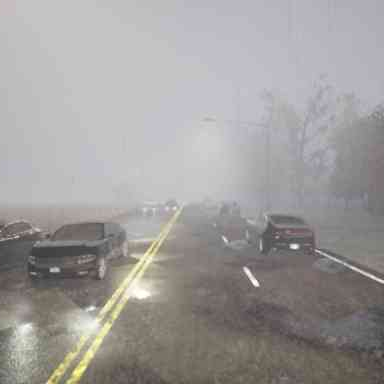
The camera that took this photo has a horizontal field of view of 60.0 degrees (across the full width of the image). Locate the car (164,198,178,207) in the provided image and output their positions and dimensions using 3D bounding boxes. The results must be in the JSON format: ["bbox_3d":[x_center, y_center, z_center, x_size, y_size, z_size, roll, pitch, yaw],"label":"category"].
[{"bbox_3d":[-3.301,1.718,53.138,1.994,1.385,4.181,-1,0,0],"label":"car"}]

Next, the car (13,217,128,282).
[{"bbox_3d":[-3.349,1.630,10.603,1.882,1.535,5.008,-1,0,0],"label":"car"}]

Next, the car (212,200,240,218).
[{"bbox_3d":[3.380,1.538,31.295,2.128,1.511,4.902,0,0,0],"label":"car"}]

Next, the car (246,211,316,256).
[{"bbox_3d":[3.375,1.543,13.362,1.837,1.490,4.892,1,0,0],"label":"car"}]

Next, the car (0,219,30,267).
[{"bbox_3d":[-6.598,1.695,10.936,1.837,1.490,4.892,-1,0,0],"label":"car"}]

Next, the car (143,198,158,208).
[{"bbox_3d":[-6.554,1.718,52.552,1.812,1.442,4.674,-1,0,0],"label":"car"}]

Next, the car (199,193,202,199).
[{"bbox_3d":[3.281,1.617,79.791,1.895,1.301,4.718,0,0,0],"label":"car"}]

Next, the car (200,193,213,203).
[{"bbox_3d":[3.265,1.550,68.795,2.163,1.488,4.792,-1,0,0],"label":"car"}]
